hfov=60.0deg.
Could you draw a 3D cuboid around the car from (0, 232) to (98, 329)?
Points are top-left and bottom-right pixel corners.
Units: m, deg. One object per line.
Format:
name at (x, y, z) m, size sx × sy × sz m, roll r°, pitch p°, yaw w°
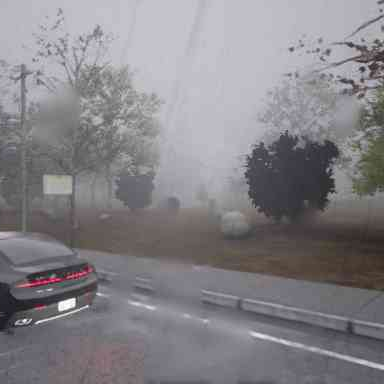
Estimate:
car at (-3.980, 1.590, 6.833) m, size 4.892 × 1.490 × 1.837 m, roll 0°, pitch 0°, yaw 36°
